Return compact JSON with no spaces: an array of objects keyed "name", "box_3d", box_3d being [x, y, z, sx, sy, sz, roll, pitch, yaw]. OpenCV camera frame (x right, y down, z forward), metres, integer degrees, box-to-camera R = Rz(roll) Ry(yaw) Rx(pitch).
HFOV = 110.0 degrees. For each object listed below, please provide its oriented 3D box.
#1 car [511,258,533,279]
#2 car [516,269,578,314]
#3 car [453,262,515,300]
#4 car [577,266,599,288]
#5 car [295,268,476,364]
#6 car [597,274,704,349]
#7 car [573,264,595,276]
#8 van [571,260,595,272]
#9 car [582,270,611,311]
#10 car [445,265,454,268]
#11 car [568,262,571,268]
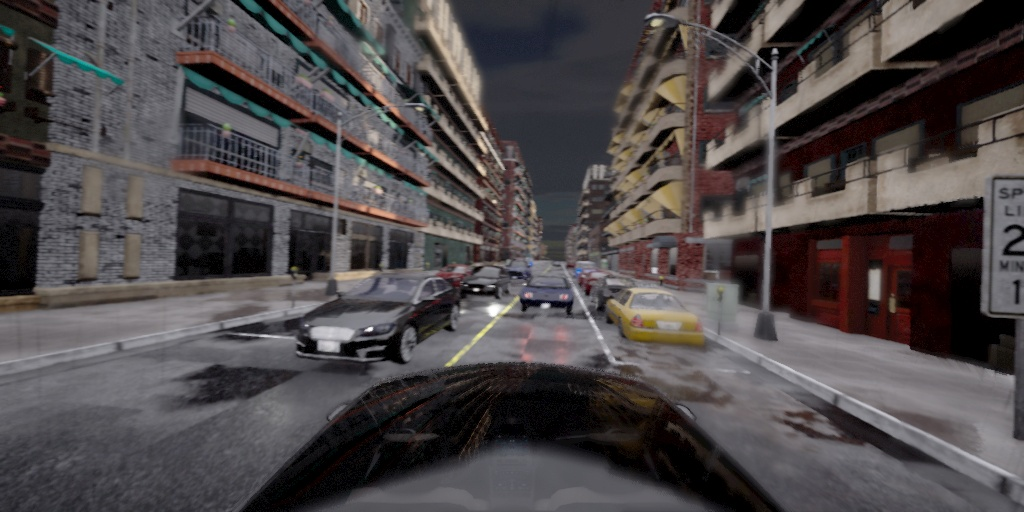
[{"name":"car","box_3d":[0.514,1.161,30.953,2.097,1.767,4.553,2,0,8]},{"name":"car","box_3d":[1.454,1.422,14.452,1.895,1.301,4.718,2,0,7]},{"name":"car","box_3d":[-1.213,1.226,17.901,1.837,1.490,4.892,2,0,8]},{"name":"car","box_3d":[4.943,1.512,20.577,1.888,1.381,4.507,0,0,7]},{"name":"car","box_3d":[-2.509,1.150,7.979,2.128,1.511,4.902,2,0,7]},{"name":"car","box_3d":[3.529,1.422,9.741,1.751,1.417,4.829,0,0,7]},{"name":"car","box_3d":[5.675,1.549,26.190,1.888,1.381,4.507,0,0,7]},{"name":"van","box_3d":[6.407,1.382,31.806,1.690,1.789,3.998,0,0,7]},{"name":"car","box_3d":[4.210,1.482,14.962,2.007,1.370,4.403,0,0,7]},{"name":"car","box_3d":[-3.361,1.187,21.662,1.888,1.381,4.507,0,0,7]},{"name":"car","box_3d":[7.140,1.630,37.420,2.007,1.370,4.403,0,0,7]}]
